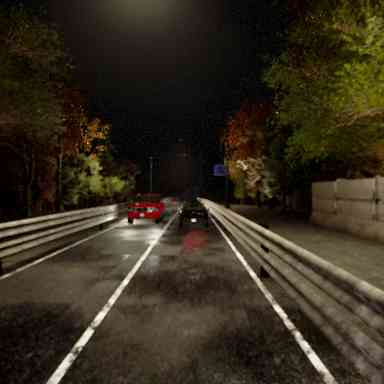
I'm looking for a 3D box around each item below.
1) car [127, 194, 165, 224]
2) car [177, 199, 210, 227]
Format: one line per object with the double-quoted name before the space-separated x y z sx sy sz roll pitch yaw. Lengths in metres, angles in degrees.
"car" -3.244 1.152 24.387 2.150 2.045 5.566 0 0 0
"car" 0.105 1.443 22.077 1.837 1.490 4.892 0 0 0
